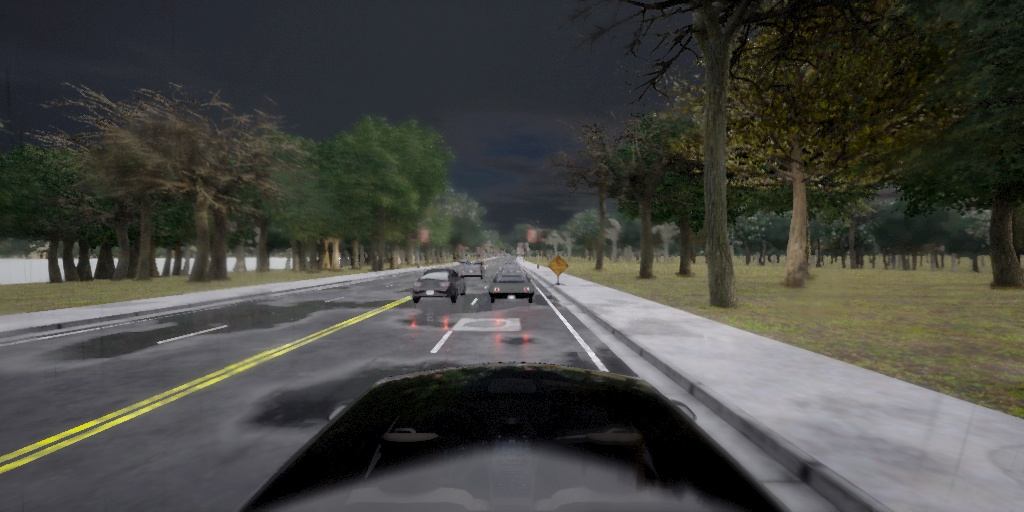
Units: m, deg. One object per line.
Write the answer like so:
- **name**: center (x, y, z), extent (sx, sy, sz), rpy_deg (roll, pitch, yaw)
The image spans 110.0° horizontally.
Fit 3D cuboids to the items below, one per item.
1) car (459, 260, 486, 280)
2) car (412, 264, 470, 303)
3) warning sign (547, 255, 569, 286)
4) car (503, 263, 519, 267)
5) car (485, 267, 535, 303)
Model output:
- **car**: center (-3.336, 1.329, 31.600), extent (2.033, 1.411, 5.357), rpy_deg (0, 0, 0)
- **car**: center (-3.272, 1.288, 16.595), extent (1.812, 1.442, 4.674), rpy_deg (0, 0, 0)
- **warning sign**: center (2.811, 0.872, 21.826), extent (1.300, 1.860, 1.060), rpy_deg (0, 0, 0)
- **car**: center (-0.086, 1.329, 31.619), extent (2.033, 1.411, 5.357), rpy_deg (0, 0, 0)
- **car**: center (-0.022, 1.372, 16.634), extent (1.895, 1.301, 4.718), rpy_deg (0, 0, 0)
